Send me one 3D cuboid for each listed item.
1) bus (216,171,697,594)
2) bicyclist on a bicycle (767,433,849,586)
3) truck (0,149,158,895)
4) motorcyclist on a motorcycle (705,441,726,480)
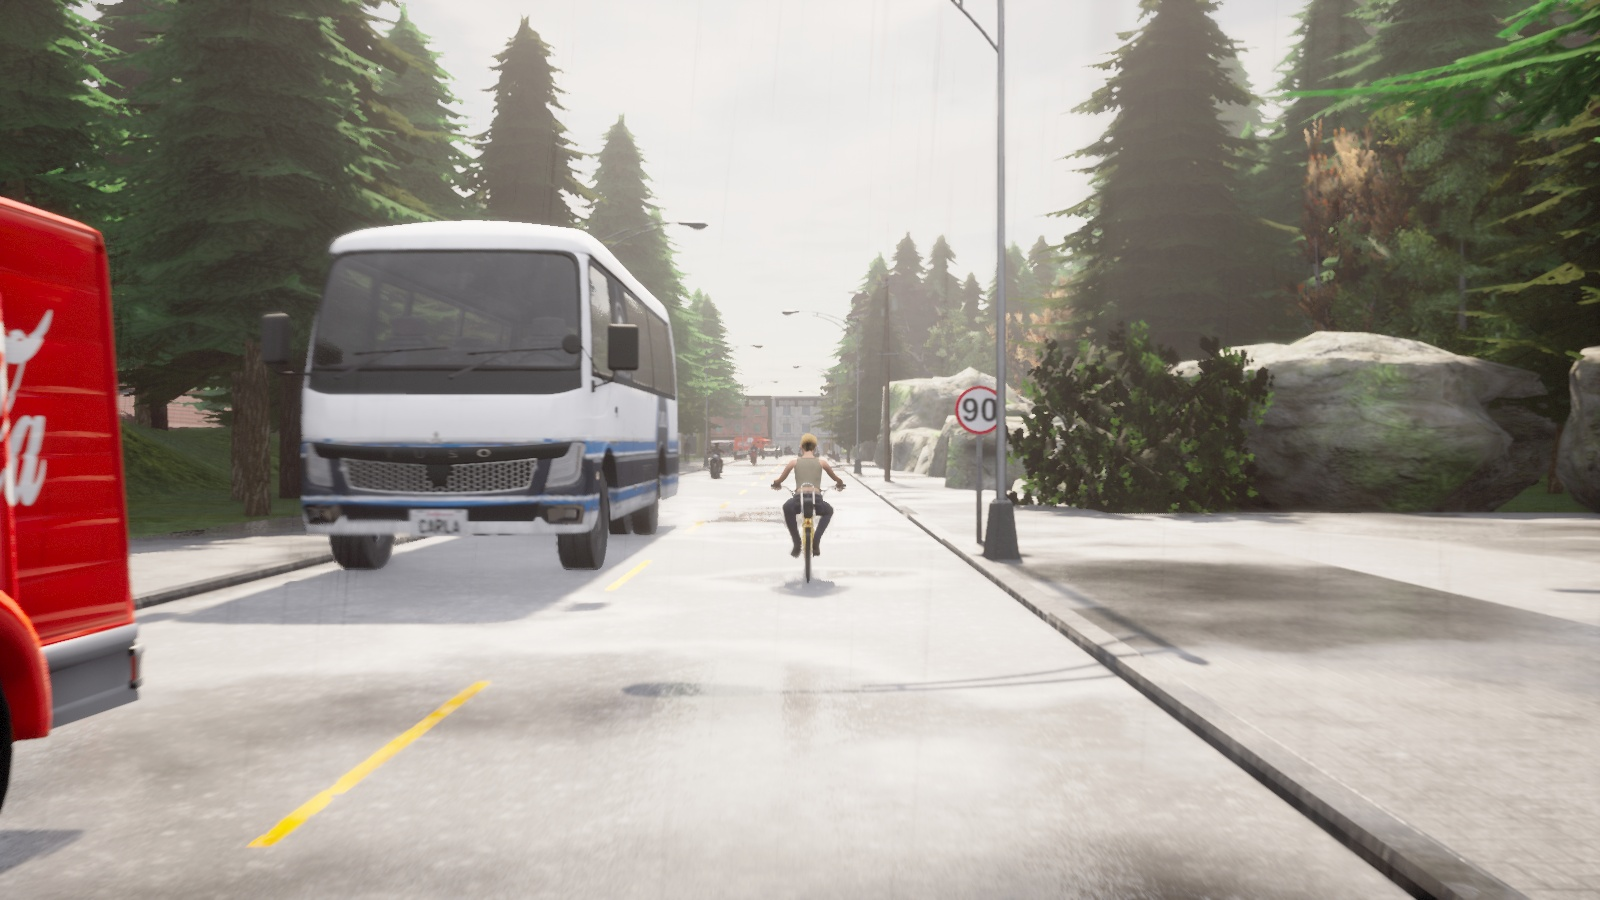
[{"bbox_3d":[-3.881,-0.714,17.779,3.944,4.253,10.273,0,0,0],"label":"bus"},{"bbox_3d":[0.092,0.620,13.996,0.866,1.612,1.509,0,0,1],"label":"bicyclist on a bicycle"},{"bbox_3d":[-3.970,0.245,2.569,2.627,2.467,5.204,0,0,0],"label":"truck"},{"bbox_3d":[-3.635,0.448,54.185,0.766,1.649,2.350,0,0,0],"label":"motorcyclist on a motorcycle"}]
